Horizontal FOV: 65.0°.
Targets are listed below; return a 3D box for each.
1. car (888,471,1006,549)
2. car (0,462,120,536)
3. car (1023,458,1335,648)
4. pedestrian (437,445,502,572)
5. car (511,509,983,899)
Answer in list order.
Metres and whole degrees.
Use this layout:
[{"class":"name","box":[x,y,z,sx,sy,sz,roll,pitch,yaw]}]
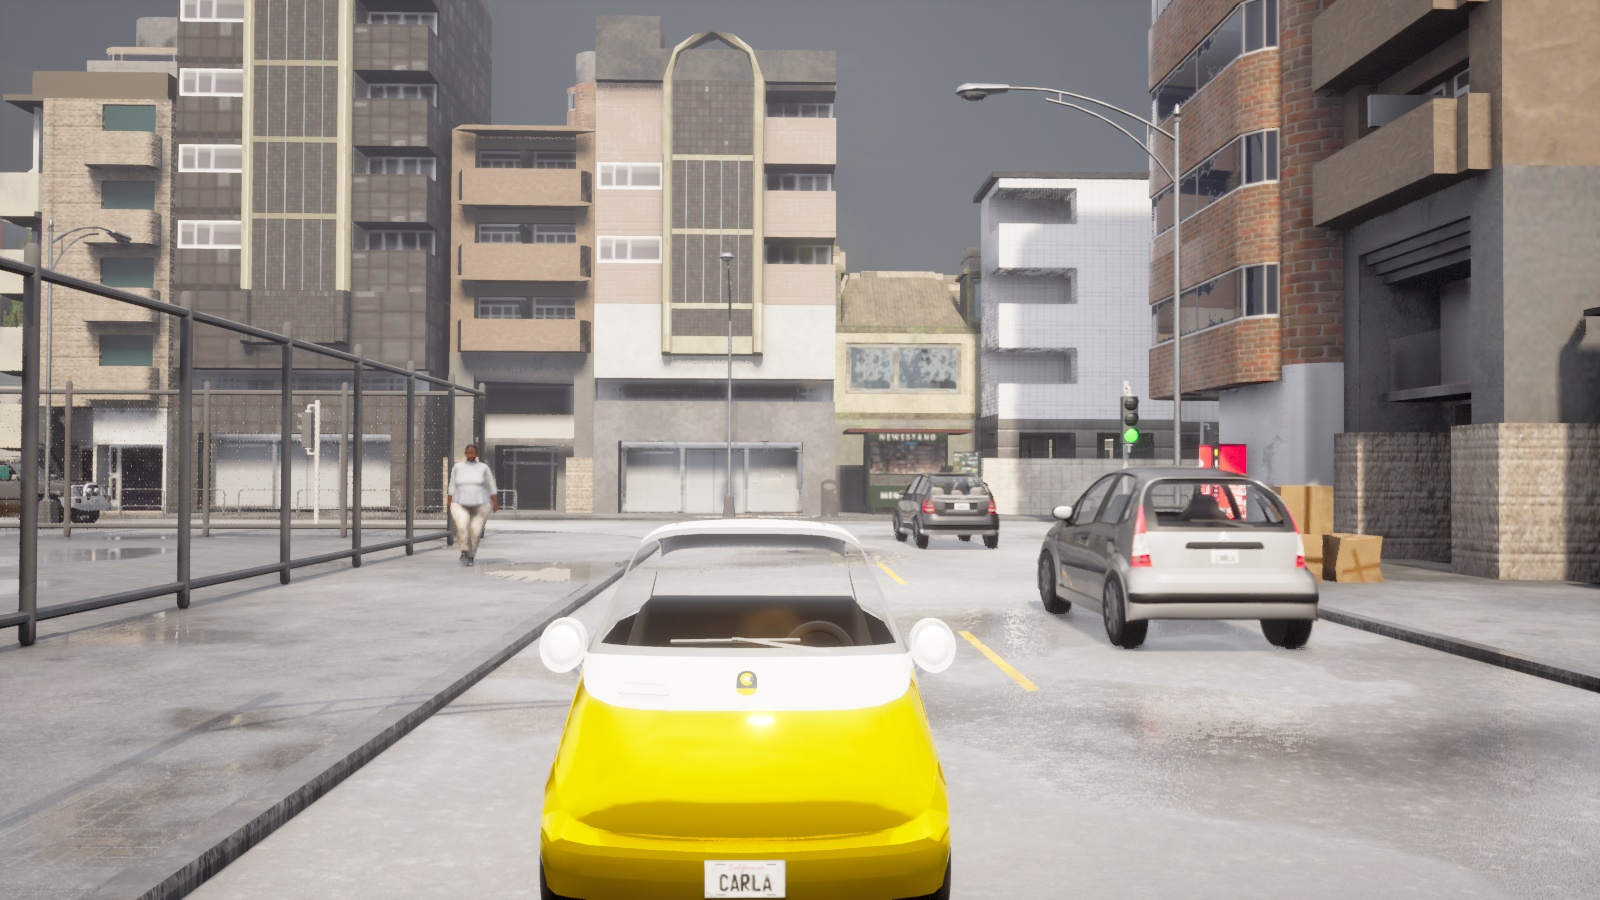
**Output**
[{"class":"car","box":[3.069,1.232,26.912,1.789,1.549,3.705,0,-1,-5]},{"class":"car","box":[-20.481,1.259,32.573,4.605,1.855,1.932,0,-1,-1]},{"class":"car","box":[3.601,0.912,12.744,1.851,1.617,3.988,0,-1,-2]},{"class":"pedestrian","box":[-4.935,0.859,18.784,0.874,1.855,0.900,0,-1,-11]},{"class":"car","box":[-0.190,0.955,5.061,1.481,1.376,2.207,0,-1,-1]}]
